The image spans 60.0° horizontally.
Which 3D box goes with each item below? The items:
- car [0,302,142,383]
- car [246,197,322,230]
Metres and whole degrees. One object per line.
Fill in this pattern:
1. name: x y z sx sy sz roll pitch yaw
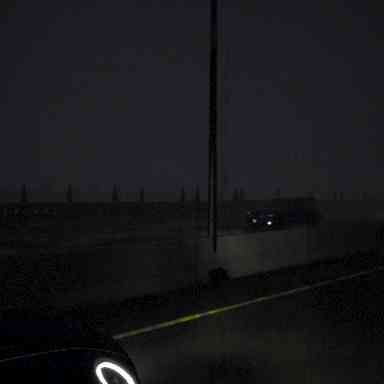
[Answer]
1. car: -2.518 1.345 1.951 4.553 1.767 2.097 0 0 -36
2. car: 5.923 1.352 21.121 5.566 2.045 2.150 1 0 -35
